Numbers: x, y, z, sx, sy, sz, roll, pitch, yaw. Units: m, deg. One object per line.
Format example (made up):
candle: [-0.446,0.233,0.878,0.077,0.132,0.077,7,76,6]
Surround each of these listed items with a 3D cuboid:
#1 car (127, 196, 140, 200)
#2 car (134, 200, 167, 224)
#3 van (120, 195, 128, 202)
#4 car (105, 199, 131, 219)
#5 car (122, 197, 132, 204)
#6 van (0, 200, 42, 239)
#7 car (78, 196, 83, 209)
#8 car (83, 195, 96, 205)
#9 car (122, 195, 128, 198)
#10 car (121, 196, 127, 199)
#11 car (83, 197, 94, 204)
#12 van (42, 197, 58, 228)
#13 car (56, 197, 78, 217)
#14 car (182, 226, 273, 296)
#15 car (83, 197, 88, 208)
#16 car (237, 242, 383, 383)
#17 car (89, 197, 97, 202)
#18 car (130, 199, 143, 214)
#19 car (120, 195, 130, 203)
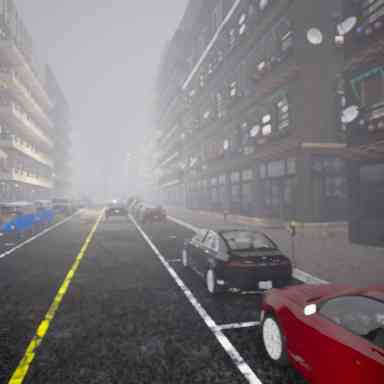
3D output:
car: [-5.516,1.494,35.352,1.967,1.590,4.097,1,0,-13]
car: [-2.959,1.564,24.590,1.887,1.381,4.507,1,0,-13]
van: [-17.106,1.630,83.766,1.690,1.788,3.998,1,0,-13]
car: [-6.950,1.631,30.639,1.994,1.385,4.181,-1,0,-14]
car: [-13.258,1.775,67.623,1.802,1.307,4.206,1,0,-13]
van: [-9.351,1.433,17.441,1.690,1.788,3.998,1,0,-13]
car: [-14.484,1.476,38.960,2.192,1.841,5.009,1,0,-13]
car: [-20.900,1.596,65.858,2.192,1.841,5.009,1,0,-13]
car: [-8.122,1.408,46.103,2.192,1.841,5.009,1,0,-13]
car: [-9.588,1.598,41.627,2.128,1.511,4.902,-1,0,-13]
car: [-22.186,1.855,71.237,1.887,1.381,4.507,1,0,-13]
van: [-10.636,1.448,22.822,1.690,1.788,3.998,1,0,-13]
car: [-13.201,1.457,33.581,2.192,1.841,5.009,1,0,-13]
car: [0.890,1.532,8.450,2.008,1.369,4.403,1,0,-13]
car: [-17.054,1.769,49.719,1.947,1.339,4.313,1,0,-13]
car: [2.174,1.517,3.069,1.887,1.381,4.507,1,0,-13]
car: [-26.036,1.994,87.377,1.802,1.307,4.206,1,-1,-13]
car: [-4.242,1.581,29.969,1.887,1.381,4.507,1,0,-13]
car: [-15.822,1.570,78.386,2.192,1.841,5.009,1,0,-13]
